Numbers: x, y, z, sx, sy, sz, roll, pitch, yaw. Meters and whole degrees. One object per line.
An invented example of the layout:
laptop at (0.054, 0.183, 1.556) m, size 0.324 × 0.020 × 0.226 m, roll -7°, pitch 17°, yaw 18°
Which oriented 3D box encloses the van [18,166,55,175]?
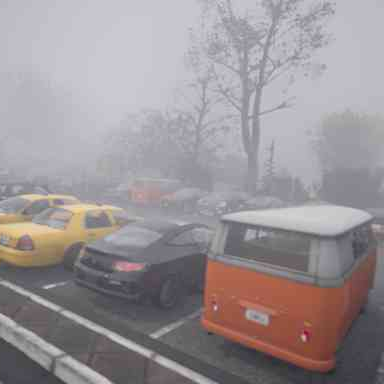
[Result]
van at (-13.889, -1.193, 32.154) m, size 1.878 × 1.987 × 4.442 m, roll 6°, pitch 3°, yaw 35°

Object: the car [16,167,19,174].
car at (-18.544, -1.507, 35.575) m, size 2.097 × 1.535 × 5.008 m, roll 8°, pitch 4°, yaw 35°

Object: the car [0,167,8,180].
car at (-25.454, -2.367, 40.418) m, size 2.163 × 1.488 × 4.792 m, roll 7°, pitch 4°, yaw 35°

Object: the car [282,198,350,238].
car at (6.755, 1.249, 17.750) m, size 2.097 × 1.535 × 5.008 m, roll 6°, pitch 3°, yaw 35°

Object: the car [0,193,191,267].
car at (-2.519, 0.990, 9.132) m, size 1.946 × 1.575 × 5.366 m, roll 6°, pitch 3°, yaw 35°

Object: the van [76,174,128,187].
van at (-6.857, -0.449, 27.484) m, size 1.878 × 1.987 × 4.442 m, roll 6°, pitch 3°, yaw 35°

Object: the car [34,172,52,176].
car at (-11.520, -0.690, 30.666) m, size 2.163 × 1.488 × 4.792 m, roll 6°, pitch 3°, yaw 35°

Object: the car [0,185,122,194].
car at (-5.034, 0.742, 10.450) m, size 1.946 × 1.575 × 5.366 m, roll 6°, pitch 3°, yaw 35°

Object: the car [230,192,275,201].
car at (4.450, 1.002, 19.363) m, size 2.097 × 1.535 × 5.008 m, roll 6°, pitch 3°, yaw 35°

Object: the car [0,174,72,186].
car at (-7.201, 0.372, 12.243) m, size 2.185 × 1.767 × 4.553 m, roll 6°, pitch 3°, yaw 35°

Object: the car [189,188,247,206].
car at (2.181, 0.629, 21.006) m, size 2.185 × 1.767 × 4.553 m, roll 6°, pitch 3°, yaw 35°

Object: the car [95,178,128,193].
car at (-4.638, 0.024, 25.782) m, size 2.231 × 1.521 × 4.892 m, roll 6°, pitch 3°, yaw 35°

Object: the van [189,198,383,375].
van at (2.059, 1.263, 5.822) m, size 1.878 × 1.987 × 4.442 m, roll 6°, pitch 3°, yaw 35°

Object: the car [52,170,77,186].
car at (-9.349, -0.608, 29.059) m, size 2.185 × 1.767 × 4.553 m, roll 6°, pitch 3°, yaw 35°

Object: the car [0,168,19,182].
car at (-23.159, -2.069, 38.800) m, size 2.163 × 1.488 × 4.792 m, roll 7°, pitch 4°, yaw 35°

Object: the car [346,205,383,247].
car at (9.167, 1.537, 16.080) m, size 2.163 × 1.488 × 4.792 m, roll 6°, pitch 3°, yaw 35°

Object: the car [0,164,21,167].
car at (-20.839, -2.052, 37.167) m, size 2.435 × 2.045 × 5.566 m, roll 7°, pitch 4°, yaw 35°

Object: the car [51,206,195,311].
car at (-0.330, 1.280, 7.359) m, size 2.002 × 1.452 × 4.674 m, roll 6°, pitch 3°, yaw 35°

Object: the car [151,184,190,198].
car at (-0.142, 0.507, 22.611) m, size 2.097 × 1.535 × 5.008 m, roll 6°, pitch 3°, yaw 35°

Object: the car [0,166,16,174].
car at (-11.796, -0.248, 15.477) m, size 2.435 × 2.045 × 5.566 m, roll 6°, pitch 3°, yaw 35°

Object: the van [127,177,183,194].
van at (-2.258, 0.045, 24.238) m, size 1.878 × 1.987 × 4.442 m, roll 6°, pitch 4°, yaw 35°
